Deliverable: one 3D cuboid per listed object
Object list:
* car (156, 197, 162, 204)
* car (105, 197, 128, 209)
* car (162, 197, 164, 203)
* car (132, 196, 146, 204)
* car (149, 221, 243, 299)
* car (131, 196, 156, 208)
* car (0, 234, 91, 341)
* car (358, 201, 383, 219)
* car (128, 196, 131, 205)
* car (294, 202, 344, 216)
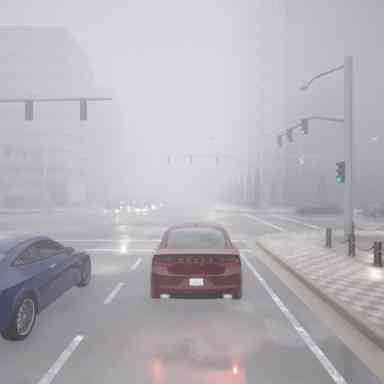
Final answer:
[{"bbox_3d":[-6.952,1.491,57.953,2.128,1.511,4.902,0,0,0],"label":"car"},{"bbox_3d":[-10.498,1.505,45.561,1.837,1.490,4.892,0,0,0],"label":"car"},{"bbox_3d":[-6.857,1.601,68.244,1.895,1.301,4.718,0,0,0],"label":"car"},{"bbox_3d":[-10.391,1.564,65.295,1.994,1.385,4.181,0,0,1],"label":"car"},{"bbox_3d":[0.099,1.478,8.498,1.882,1.535,5.008,0,0,0],"label":"car"},{"bbox_3d":[-6.990,1.491,48.646,2.128,1.511,4.902,0,0,0],"label":"car"},{"bbox_3d":[-3.416,1.526,6.370,1.812,1.442,4.674,0,0,0],"label":"car"},{"bbox_3d":[16.340,1.436,27.373,4.902,1.511,2.128,0,0,0],"label":"car"},{"bbox_3d":[-10.468,1.491,54.788,2.128,1.511,4.902,0,0,0],"label":"car"},{"bbox_3d":[12.051,1.545,30.919,4.718,1.301,1.895,0,0,1],"label":"car"}]
